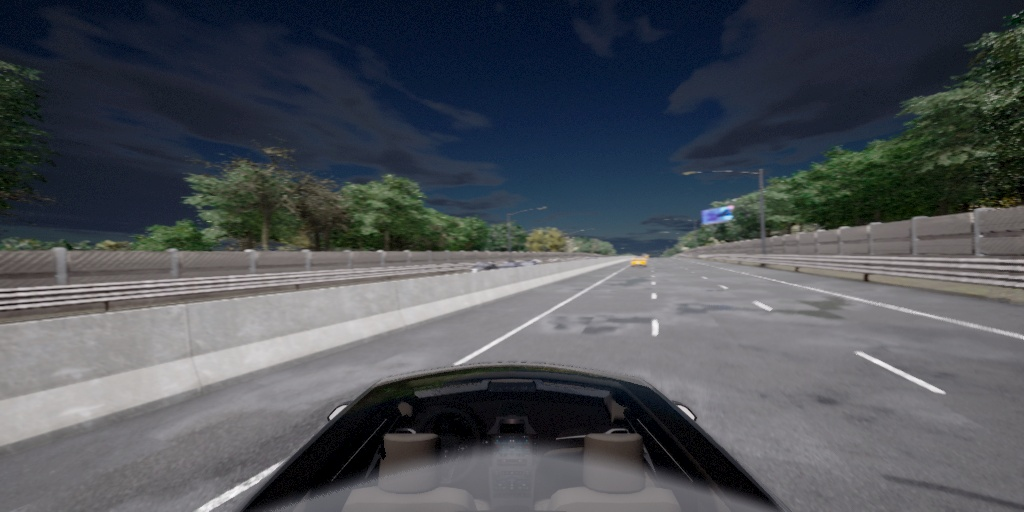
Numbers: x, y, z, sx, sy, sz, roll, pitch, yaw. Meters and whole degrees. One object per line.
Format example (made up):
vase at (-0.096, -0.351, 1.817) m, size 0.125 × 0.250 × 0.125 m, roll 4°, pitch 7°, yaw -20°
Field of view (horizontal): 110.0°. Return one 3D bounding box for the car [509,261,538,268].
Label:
car at (1.725, 1.317, 38.248) m, size 1.812 × 1.442 × 4.674 m, roll -2°, pitch 0°, yaw 22°

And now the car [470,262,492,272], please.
car at (-3.467, 1.474, 44.152) m, size 2.128 × 1.511 × 4.902 m, roll -2°, pitch 0°, yaw 22°

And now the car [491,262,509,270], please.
car at (-0.114, 1.415, 43.102) m, size 2.033 × 1.411 × 5.357 m, roll -2°, pitch 0°, yaw 22°

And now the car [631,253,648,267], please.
car at (18.223, 0.803, 51.472) m, size 1.882 × 1.535 × 5.008 m, roll -2°, pitch -1°, yaw 21°
